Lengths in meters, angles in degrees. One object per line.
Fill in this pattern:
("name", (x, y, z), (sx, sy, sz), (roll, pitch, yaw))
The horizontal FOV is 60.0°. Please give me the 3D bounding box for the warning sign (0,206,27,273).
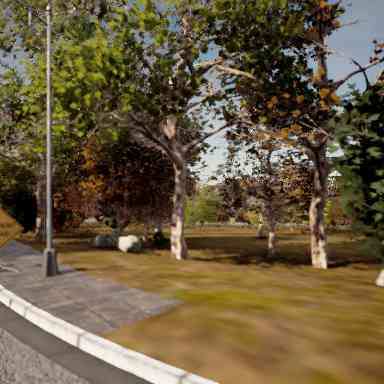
("warning sign", (-5.700, 1.369, 9.829), (1.300, 1.860, 1.060), (2, -2, -35))
